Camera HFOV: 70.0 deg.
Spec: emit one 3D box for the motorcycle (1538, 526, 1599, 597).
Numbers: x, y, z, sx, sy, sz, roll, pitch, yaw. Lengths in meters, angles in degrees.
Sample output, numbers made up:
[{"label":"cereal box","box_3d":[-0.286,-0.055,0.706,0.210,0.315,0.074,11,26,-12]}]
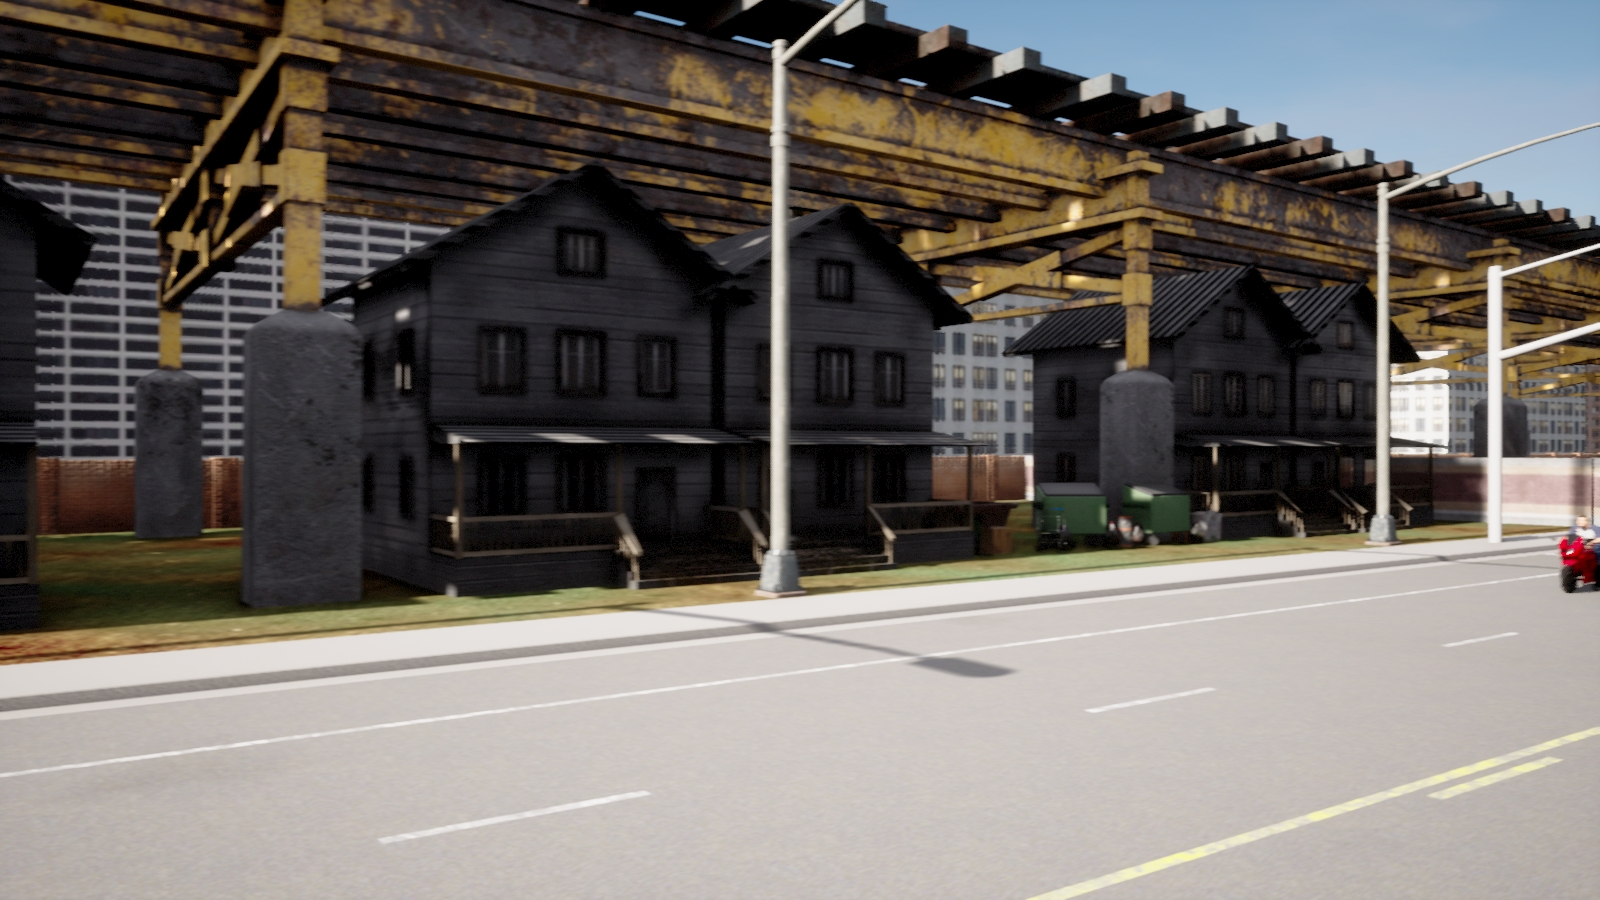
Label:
[{"label":"motorcycle","box_3d":[15.506,2.169,22.575,2.033,1.224,0.803,0,0,-34]}]
